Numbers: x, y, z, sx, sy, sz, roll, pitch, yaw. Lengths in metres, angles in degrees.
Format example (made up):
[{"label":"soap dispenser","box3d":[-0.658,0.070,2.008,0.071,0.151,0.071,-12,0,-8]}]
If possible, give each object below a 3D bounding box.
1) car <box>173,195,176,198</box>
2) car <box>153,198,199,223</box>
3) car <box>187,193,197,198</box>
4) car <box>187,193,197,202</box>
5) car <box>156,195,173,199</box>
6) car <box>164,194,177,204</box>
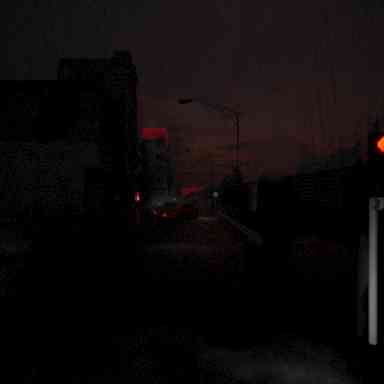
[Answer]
[{"label":"car","box3d":[-4.117,1.589,53.600,1.895,1.301,4.718,0,0,0]},{"label":"car","box3d":[-0.996,1.472,25.836,1.882,1.535,5.008,1,0,23]},{"label":"car","box3d":[0.064,1.511,66.477,1.812,1.442,4.674,0,0,0]},{"label":"car","box3d":[-0.043,1.208,76.819,2.150,2.045,5.566,0,0,0]},{"label":"car","box3d":[-4.118,1.481,44.316,2.128,1.511,4.902,0,0,0]},{"label":"car","box3d":[-4.087,1.337,63.647,2.097,1.767,4.553,0,0,0]}]
